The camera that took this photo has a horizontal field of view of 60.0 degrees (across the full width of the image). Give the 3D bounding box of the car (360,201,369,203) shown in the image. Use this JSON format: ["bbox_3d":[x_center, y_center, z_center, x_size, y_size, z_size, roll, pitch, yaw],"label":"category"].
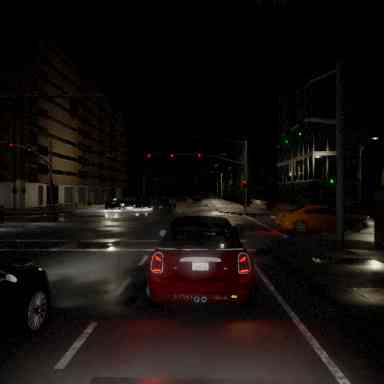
[{"bbox_3d":[16.690,1.603,26.451,5.357,1.411,2.033,0,0,1],"label":"car"}]

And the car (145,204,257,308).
[{"bbox_3d":[0.218,1.352,8.085,2.097,1.767,4.553,0,0,2],"label":"car"}]

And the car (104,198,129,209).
[{"bbox_3d":[-10.166,1.564,44.118,1.994,1.385,4.181,0,0,1],"label":"car"}]

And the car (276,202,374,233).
[{"bbox_3d":[7.512,1.535,19.439,5.008,1.535,1.882,0,0,1],"label":"car"}]

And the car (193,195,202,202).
[{"bbox_3d":[1.237,1.478,73.805,1.882,1.535,5.008,0,0,2],"label":"car"}]

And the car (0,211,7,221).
[{"bbox_3d":[-15.792,1.648,23.421,4.718,1.301,1.895,0,0,1],"label":"car"}]

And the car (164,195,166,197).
[{"bbox_3d":[-6.077,1.352,64.809,2.097,1.767,4.553,0,0,2],"label":"car"}]

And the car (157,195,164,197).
[{"bbox_3d":[-6.412,1.491,55.005,2.128,1.511,4.902,0,0,2],"label":"car"}]

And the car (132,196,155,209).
[{"bbox_3d":[-6.636,1.564,46.114,1.994,1.385,4.181,0,0,1],"label":"car"}]

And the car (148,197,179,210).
[{"bbox_3d":[-2.982,1.557,36.067,2.033,1.411,5.357,0,0,5],"label":"car"}]

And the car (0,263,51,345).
[{"bbox_3d":[-3.397,1.492,3.856,2.128,1.511,4.902,0,0,1],"label":"car"}]

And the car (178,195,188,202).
[{"bbox_3d":[-2.262,1.524,73.826,2.128,1.511,4.902,0,0,2],"label":"car"}]

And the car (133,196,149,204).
[{"bbox_3d":[-9.642,1.491,63.012,2.128,1.511,4.902,0,0,2],"label":"car"}]

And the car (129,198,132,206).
[{"bbox_3d":[-9.978,1.601,52.920,1.895,1.301,4.718,0,0,2],"label":"car"}]

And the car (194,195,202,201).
[{"bbox_3d":[1.536,1.478,83.960,1.882,1.535,5.008,0,0,2],"label":"car"}]

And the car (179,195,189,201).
[{"bbox_3d":[-1.966,1.540,83.912,2.033,1.411,5.357,0,0,2],"label":"car"}]
